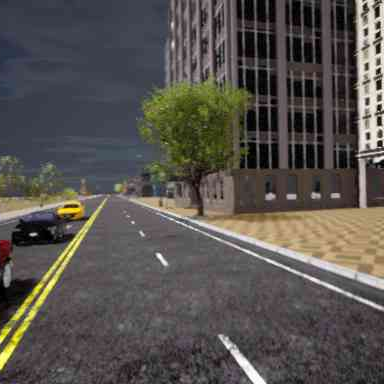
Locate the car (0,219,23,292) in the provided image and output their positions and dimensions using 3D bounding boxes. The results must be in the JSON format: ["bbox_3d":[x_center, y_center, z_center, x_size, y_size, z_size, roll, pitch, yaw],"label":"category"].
[{"bbox_3d":[-4.919,1.566,6.242,1.882,1.535,5.008,-1,0,-14],"label":"car"}]

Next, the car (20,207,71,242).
[{"bbox_3d":[-7.456,1.696,16.583,1.994,1.385,4.181,-1,0,-14],"label":"car"}]

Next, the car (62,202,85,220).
[{"bbox_3d":[-10.618,1.664,29.582,1.882,1.535,5.008,-1,1,-13],"label":"car"}]
